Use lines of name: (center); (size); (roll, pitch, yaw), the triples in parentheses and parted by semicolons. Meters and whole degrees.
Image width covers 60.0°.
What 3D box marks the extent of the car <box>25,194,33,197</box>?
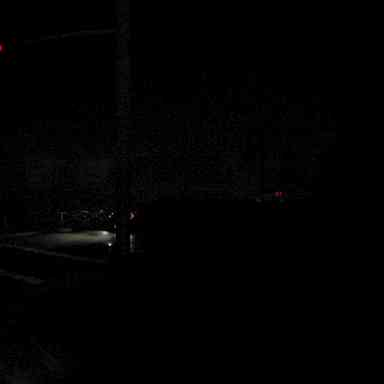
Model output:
car: (-34.322, 1.232, 71.163); (1.970, 1.475, 3.806); (0, 0, 35)

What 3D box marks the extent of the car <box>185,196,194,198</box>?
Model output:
car: (-0.753, 1.374, 48.140); (1.845, 1.501, 3.633); (0, 0, 35)

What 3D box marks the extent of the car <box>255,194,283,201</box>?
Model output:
car: (8.450, 1.221, 37.024); (2.150, 2.045, 5.566); (0, 0, 35)

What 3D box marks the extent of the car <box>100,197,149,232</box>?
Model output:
car: (-3.022, 1.352, 20.539); (2.097, 1.767, 4.553); (0, 0, 35)

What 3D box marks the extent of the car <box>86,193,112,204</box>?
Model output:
car: (-15.843, 1.097, 58.987); (1.932, 1.855, 4.605); (0, 0, 35)

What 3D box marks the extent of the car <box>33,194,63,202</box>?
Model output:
car: (-28.897, 1.153, 67.720); (2.152, 1.636, 5.027); (0, 0, 35)

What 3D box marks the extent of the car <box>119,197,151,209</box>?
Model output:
car: (-7.473, 1.384, 43.804); (1.970, 1.475, 3.806); (0, 0, 35)

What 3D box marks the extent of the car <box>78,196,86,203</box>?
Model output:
car: (-18.453, 1.077, 60.329); (1.905, 1.878, 3.866); (0, 0, 35)

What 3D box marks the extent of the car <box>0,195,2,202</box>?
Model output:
car: (-41.384, 1.298, 67.525); (2.007, 1.523, 4.514); (0, 0, 35)

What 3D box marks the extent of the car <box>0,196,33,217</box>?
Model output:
car: (-15.785, 1.339, 26.883); (2.007, 1.523, 4.514); (0, 0, 35)
